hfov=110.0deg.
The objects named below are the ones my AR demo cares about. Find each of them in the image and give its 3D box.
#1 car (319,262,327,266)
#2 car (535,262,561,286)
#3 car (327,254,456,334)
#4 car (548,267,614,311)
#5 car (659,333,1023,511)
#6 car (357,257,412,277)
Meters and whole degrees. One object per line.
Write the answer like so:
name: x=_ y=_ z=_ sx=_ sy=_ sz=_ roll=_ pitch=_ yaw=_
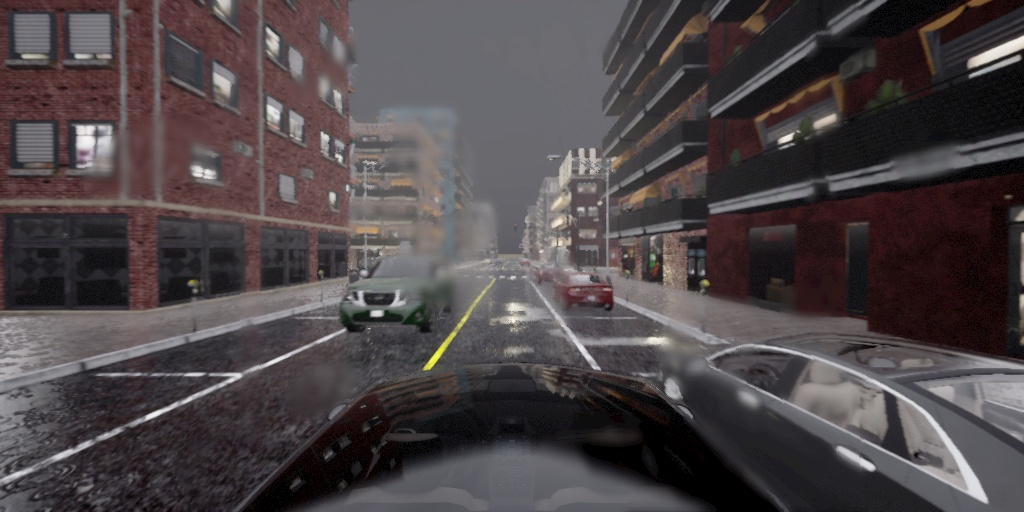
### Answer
car: x=-20.695 y=1.540 z=38.674 sx=4.403 sy=1.370 sz=2.007 roll=0 pitch=0 yaw=0
car: x=2.701 y=1.180 z=25.570 sx=1.967 sy=1.591 sz=4.097 roll=0 pitch=0 yaw=0
car: x=-3.094 y=0.967 z=10.992 sx=2.150 sy=2.045 sz=5.566 roll=0 pitch=0 yaw=0
car: x=2.696 y=1.289 z=14.201 sx=1.888 sy=1.381 sz=4.507 roll=0 pitch=0 yaw=0
car: x=2.691 y=1.300 z=2.831 sx=2.007 sy=1.370 sz=4.403 roll=0 pitch=0 yaw=0
car: x=-14.554 y=1.218 z=41.277 sx=5.566 sy=2.045 sz=2.150 roll=1 pitch=1 yaw=0
